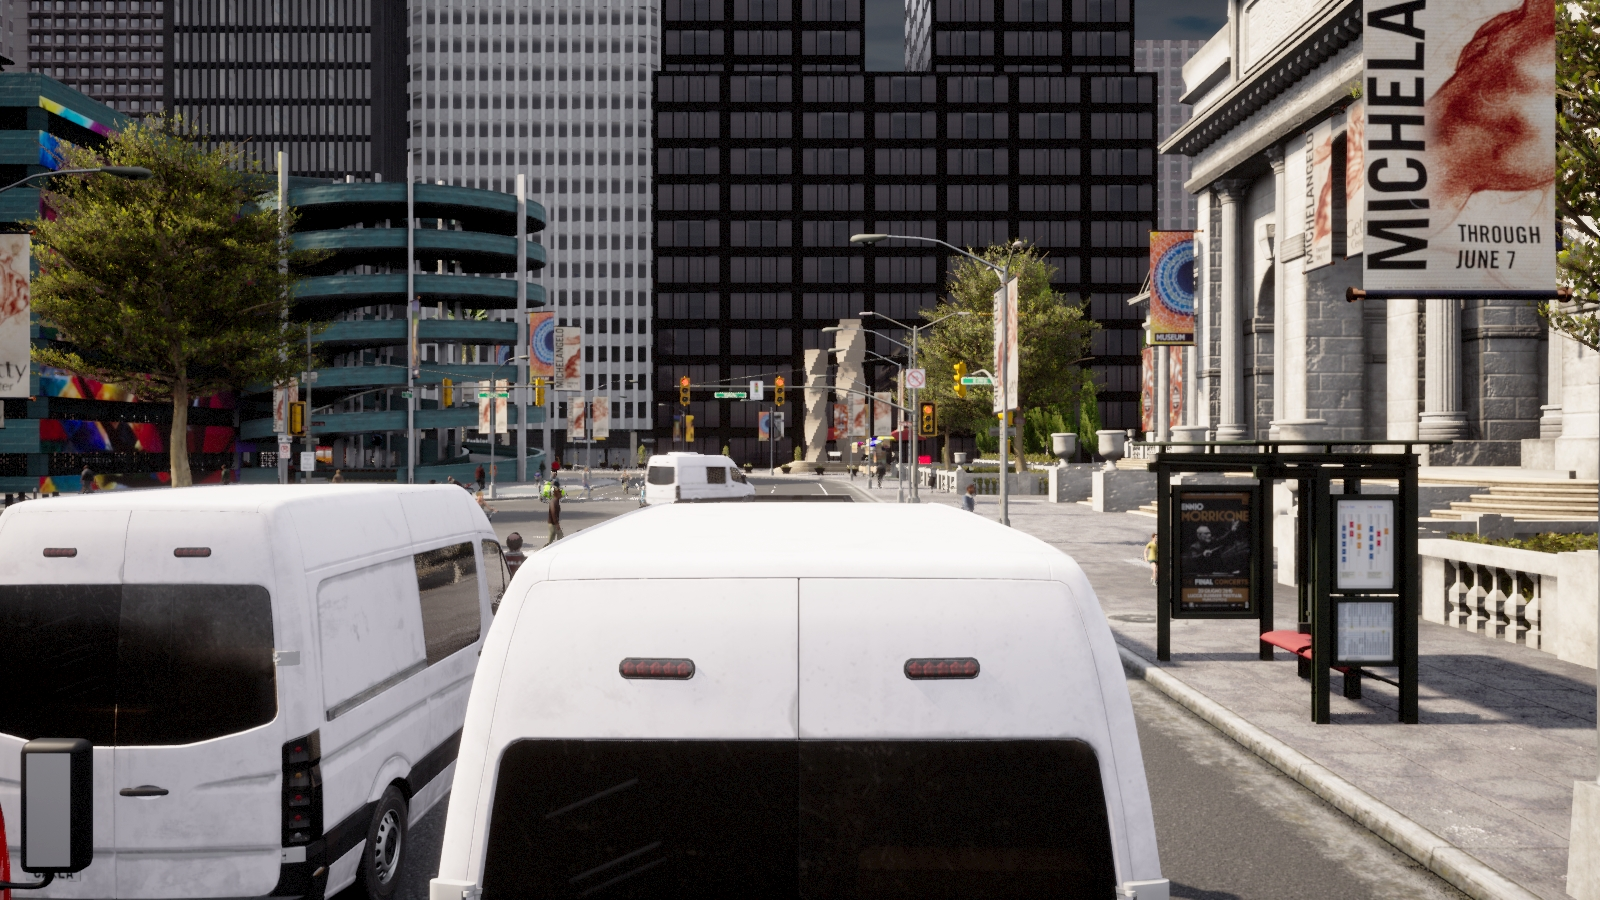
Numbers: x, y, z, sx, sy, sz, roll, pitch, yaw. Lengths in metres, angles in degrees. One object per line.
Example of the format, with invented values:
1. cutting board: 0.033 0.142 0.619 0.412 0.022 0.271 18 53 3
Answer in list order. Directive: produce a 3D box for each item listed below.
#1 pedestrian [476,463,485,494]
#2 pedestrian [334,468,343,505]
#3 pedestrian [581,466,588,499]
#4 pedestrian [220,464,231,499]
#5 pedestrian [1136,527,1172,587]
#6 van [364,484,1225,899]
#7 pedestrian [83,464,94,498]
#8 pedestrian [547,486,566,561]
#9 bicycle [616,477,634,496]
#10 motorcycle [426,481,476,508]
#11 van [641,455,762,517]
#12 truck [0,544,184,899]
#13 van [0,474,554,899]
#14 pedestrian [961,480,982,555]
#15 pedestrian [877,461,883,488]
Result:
1. pedestrian: -18.829 1.672 67.310 0.375 1.860 0.375 0 0 13
2. pedestrian: -23.080 1.827 57.132 0.375 1.860 0.375 0 0 -18
3. pedestrian: -12.261 1.824 65.074 0.375 1.860 0.375 0 0 -8
4. pedestrian: -30.721 1.673 61.063 0.375 1.860 0.375 0 0 7
5. pedestrian: 6.866 2.067 22.162 0.500 1.100 0.500 0 0 -11
6. van: -0.014 1.532 5.596 1.988 2.561 5.915 0 0 0
7. pedestrian: -38.596 1.673 62.002 0.375 1.860 0.375 0 0 6
8. pedestrian: -6.098 1.838 28.626 0.375 1.860 0.375 0 0 1
9. bicycle: -10.630 2.231 69.517 0.859 1.080 1.487 0 1 2
10. motorcycle: -17.166 2.184 56.254 2.209 1.251 0.867 0 0 -32
11. van: -4.265 1.515 50.728 1.988 2.561 5.915 0 0 35
12. truck: -3.506 1.567 1.456 2.627 2.467 5.204 0 0 0
13. van: -3.517 1.531 8.781 1.988 2.561 5.915 0 0 0
14. pedestrian: 4.311 1.685 28.750 0.375 1.860 0.375 0 0 40
15. pedestrian: 5.455 1.668 77.705 0.375 1.860 0.375 0 0 0
